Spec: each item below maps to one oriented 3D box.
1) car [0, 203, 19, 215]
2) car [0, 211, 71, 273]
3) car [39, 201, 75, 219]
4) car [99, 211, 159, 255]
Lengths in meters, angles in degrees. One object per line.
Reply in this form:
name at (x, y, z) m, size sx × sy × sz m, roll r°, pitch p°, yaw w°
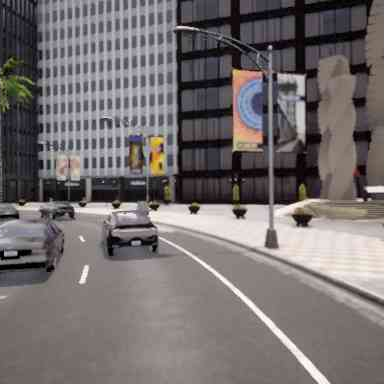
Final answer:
car at (-16.488, 1.669, 28.620) m, size 4.181 × 1.385 × 1.994 m, roll 0°, pitch 0°, yaw 44°
car at (-5.204, 1.579, 10.642) m, size 2.033 × 1.411 × 5.357 m, roll 0°, pitch 0°, yaw -17°
car at (-11.781, 1.574, 28.824) m, size 1.837 × 1.490 × 4.892 m, roll 0°, pitch 0°, yaw -41°
car at (-2.646, 1.502, 13.485) m, size 2.128 × 1.511 × 4.902 m, roll 0°, pitch 0°, yaw -18°
